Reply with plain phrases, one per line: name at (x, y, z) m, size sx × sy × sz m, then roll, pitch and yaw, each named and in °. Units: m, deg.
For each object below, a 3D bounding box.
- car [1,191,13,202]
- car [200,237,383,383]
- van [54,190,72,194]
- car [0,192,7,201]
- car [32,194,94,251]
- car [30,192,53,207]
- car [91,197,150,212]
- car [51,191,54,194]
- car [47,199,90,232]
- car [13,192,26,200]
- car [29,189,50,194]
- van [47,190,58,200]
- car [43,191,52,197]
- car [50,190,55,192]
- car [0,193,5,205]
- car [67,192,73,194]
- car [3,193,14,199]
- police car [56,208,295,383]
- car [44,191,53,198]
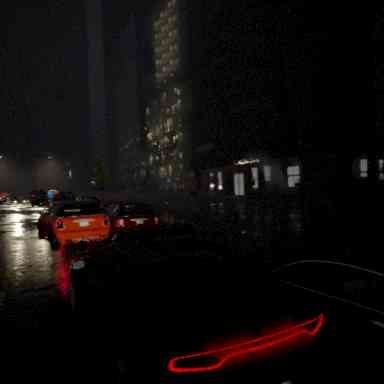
car at (-34.528, 0.817, 60.653) m, size 2.192 × 1.841 × 5.009 m, roll -2°, pitch 1°, yaw -26°
car at (2.043, 1.360, 4.086) m, size 2.008 × 1.369 × 4.403 m, roll -2°, pitch 1°, yaw -26°
van at (-14.891, 0.770, 39.202) m, size 1.690 × 1.788 × 3.998 m, roll -2°, pitch 1°, yaw -26°
car at (-29.613, 1.136, 50.471) m, size 1.752 × 1.417 × 4.829 m, roll -2°, pitch 1°, yaw -26°
car at (-4.945, 1.136, 13.557) m, size 2.097 × 1.767 × 4.553 m, roll -3°, pitch 2°, yaw -32°
car at (-17.582, 1.057, 38.641) m, size 1.812 × 1.442 × 4.674 m, roll -3°, pitch 2°, yaw -25°
car at (-2.796, 1.140, 14.118) m, size 1.967 × 1.590 × 4.097 m, roll -2°, pitch 1°, yaw -26°
car at (-19.722, 0.903, 49.239) m, size 1.802 × 1.307 × 4.206 m, roll -2°, pitch 1°, yaw -26°
car at (-7.259, 1.235, 19.236) m, size 1.812 × 1.442 × 4.674 m, roll -3°, pitch 2°, yaw -26°
car at (-34.225, 0.825, 66.197) m, size 1.882 × 1.535 × 5.008 m, roll -3°, pitch 2°, yaw -26°
car at (-23.060, 0.633, 49.916) m, size 2.150 × 2.045 × 5.566 m, roll -3°, pitch 2°, yaw -26°
van at (-26.983, 0.502, 64.286) m, size 1.690 × 1.788 × 3.998 m, roll -2°, pitch 1°, yaw -26°
car at (-36.653, 0.495, 84.357) m, size 1.887 × 1.381 × 4.507 m, roll -2°, pitch 1°, yaw -26°
car at (-22.216, 0.791, 54.408) m, size 1.752 × 1.417 × 4.829 m, roll -2°, pitch 1°, yaw -26°
car at (-27.267, 1.213, 45.606) m, size 2.008 × 1.369 × 4.403 m, roll -2°, pitch 1°, yaw -26°
car at (-7.633, 1.031, 24.152) m, size 1.967 × 1.590 × 4.097 m, roll -2°, pitch 1°, yaw -26°
car at (-41.779, 0.889, 75.708) m, size 1.887 × 1.381 × 4.507 m, roll -2°, pitch 1°, yaw -26°
police car at (-0.551, 1.299, 4.815) m, size 1.930 × 1.638 × 5.238 m, roll -3°, pitch 2°, yaw -28°
car at (-34.308, 0.527, 79.493) m, size 1.752 × 1.417 × 4.829 m, roll -2°, pitch 1°, yaw -26°
